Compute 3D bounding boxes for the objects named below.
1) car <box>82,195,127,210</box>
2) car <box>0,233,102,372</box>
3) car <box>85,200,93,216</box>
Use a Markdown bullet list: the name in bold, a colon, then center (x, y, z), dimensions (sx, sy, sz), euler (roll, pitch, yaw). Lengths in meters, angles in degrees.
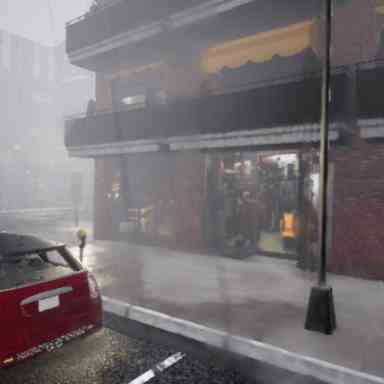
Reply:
- **car**: center (-8.897, 1.016, 34.084), dimensions (1.802, 1.307, 4.206), euler (2, 2, 36)
- **car**: center (-3.351, 1.381, 5.246), dimensions (4.097, 1.590, 1.967), euler (1, 1, 35)
- **car**: center (-5.130, 1.222, 24.582), dimensions (1.752, 1.417, 4.829), euler (2, 2, 36)
